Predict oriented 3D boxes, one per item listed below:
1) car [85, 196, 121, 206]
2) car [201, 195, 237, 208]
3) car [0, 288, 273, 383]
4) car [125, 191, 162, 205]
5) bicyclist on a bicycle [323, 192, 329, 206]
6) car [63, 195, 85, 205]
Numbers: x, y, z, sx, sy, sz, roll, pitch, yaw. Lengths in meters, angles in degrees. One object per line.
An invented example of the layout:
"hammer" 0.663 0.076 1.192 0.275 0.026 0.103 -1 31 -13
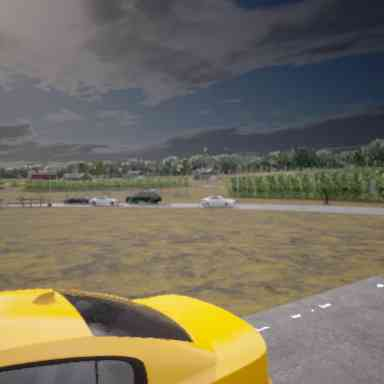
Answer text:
"car" -12.773 1.304 48.849 4.674 1.442 1.812 0 2 13
"car" 3.389 1.163 41.890 4.674 1.442 1.812 0 2 31
"car" -1.705 1.480 1.853 5.008 1.535 1.882 0 0 -35
"car" -7.271 0.833 50.064 5.566 2.045 2.150 0 2 19
"bicyclist on a bicycle" 16.066 0.808 39.839 0.582 1.620 1.656 0 1 43
"car" -17.969 1.213 52.532 4.674 1.442 1.812 0 2 7
